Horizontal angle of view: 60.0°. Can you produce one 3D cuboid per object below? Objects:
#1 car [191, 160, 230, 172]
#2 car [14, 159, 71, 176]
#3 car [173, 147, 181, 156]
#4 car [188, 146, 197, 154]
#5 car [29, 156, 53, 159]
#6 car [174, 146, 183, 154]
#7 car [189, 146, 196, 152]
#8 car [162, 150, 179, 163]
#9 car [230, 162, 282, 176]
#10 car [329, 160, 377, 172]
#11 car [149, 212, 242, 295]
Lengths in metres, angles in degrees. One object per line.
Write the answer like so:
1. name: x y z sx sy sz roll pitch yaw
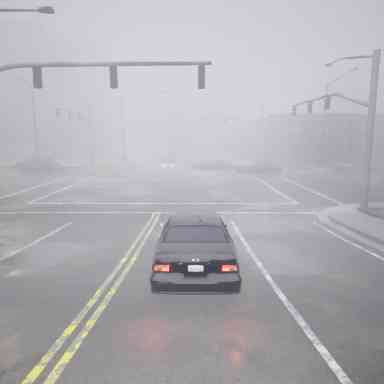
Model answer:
1. car: 2.289 -2.956 37.422 4.718 1.301 1.895 0 9 0
2. car: -15.027 -2.403 34.039 4.718 1.301 1.895 0 9 0
3. car: -3.511 -6.892 61.012 1.837 1.490 4.892 0 9 0
4. car: 0.074 -10.320 81.096 2.097 1.767 4.553 0 9 0
5. car: -17.545 -3.212 37.464 4.553 1.767 2.097 0 9 0
6. car: -3.435 -8.515 71.208 2.033 1.411 5.357 0 9 0
7. car: 0.084 -11.806 91.154 1.994 1.385 4.181 0 9 0
8. car: -3.549 -5.306 51.535 2.033 1.411 5.357 0 9 0
9. car: 6.584 -2.392 33.951 4.718 1.301 1.895 0 9 0
10. car: 18.016 -2.948 37.357 4.718 1.301 1.895 0 9 0
11. car: 0.082 1.217 8.409 2.033 1.411 5.357 0 4 0
